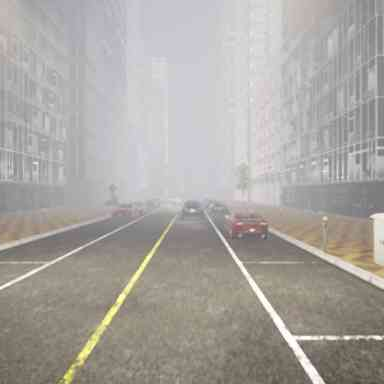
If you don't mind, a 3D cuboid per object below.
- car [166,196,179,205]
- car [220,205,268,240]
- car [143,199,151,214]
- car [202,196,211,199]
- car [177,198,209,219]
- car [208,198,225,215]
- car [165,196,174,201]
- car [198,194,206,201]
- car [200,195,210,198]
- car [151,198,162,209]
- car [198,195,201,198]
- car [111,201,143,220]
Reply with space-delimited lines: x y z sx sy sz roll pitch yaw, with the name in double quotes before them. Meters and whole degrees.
"car" -3.033 1.552 59.531 1.882 1.535 5.008 0 0 1
"car" 2.696 1.576 17.116 1.887 1.381 4.507 0 0 0
"car" -5.682 1.635 34.202 1.802 1.307 4.206 0 0 0
"car" 2.701 1.630 45.577 1.947 1.339 4.313 0 0 0
"car" 0.077 1.551 29.405 2.163 1.488 4.792 0 0 0
"car" 2.699 1.619 34.192 1.947 1.339 4.313 0 0 0
"car" -5.671 1.630 85.436 2.008 1.369 4.403 0 0 0
"car" 2.712 1.394 91.115 2.192 1.841 5.009 0 0 0
"car" 2.704 1.638 56.961 1.947 1.339 4.313 0 0 0
"car" -5.679 1.609 45.586 1.887 1.381 4.507 0 0 0
"car" 0.012 1.632 50.086 1.994 1.385 4.181 0 0 0
"car" -5.683 1.592 28.508 1.887 1.381 4.507 0 0 0
